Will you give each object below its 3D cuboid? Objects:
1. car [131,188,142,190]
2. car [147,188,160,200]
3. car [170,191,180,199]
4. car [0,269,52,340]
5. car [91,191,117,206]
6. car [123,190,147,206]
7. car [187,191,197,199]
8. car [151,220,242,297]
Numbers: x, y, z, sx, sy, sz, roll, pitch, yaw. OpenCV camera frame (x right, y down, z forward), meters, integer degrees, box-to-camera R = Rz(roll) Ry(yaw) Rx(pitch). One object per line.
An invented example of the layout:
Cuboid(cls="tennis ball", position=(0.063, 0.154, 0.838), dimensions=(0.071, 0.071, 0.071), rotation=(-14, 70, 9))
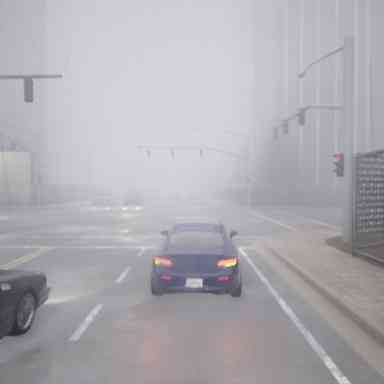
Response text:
Cuboid(cls="car", position=(-10.492, 0.333, 62.199), dimensions=(2.150, 2.045, 5.566), rotation=(0, 1, 0))
Cuboid(cls="car", position=(-7.008, 0.363, 60.095), dimensions=(2.150, 2.045, 5.566), rotation=(0, 1, 1))
Cuboid(cls="car", position=(-3.480, 0.590, 66.903), dimensions=(2.033, 1.411, 5.357), rotation=(0, 1, 0))
Cuboid(cls="car", position=(-3.443, 1.496, 3.459), dimensions=(2.033, 1.411, 5.357), rotation=(0, 1, 1))
Cuboid(cls="car", position=(-10.617, 0.775, 40.248), dimensions=(2.097, 1.767, 4.553), rotation=(0, 1, 1))
Cuboid(cls="car", position=(-7.075, 0.894, 40.699), dimensions=(1.882, 1.535, 5.008), rotation=(0, 1, 0))
Cuboid(cls="car", position=(0.020, 0.590, 66.902), dimensions=(2.033, 1.411, 5.357), rotation=(0, 1, 0))
Cuboid(cls="car", position=(0.160, 1.407, 8.177), dimensions=(1.812, 1.442, 4.674), rotation=(0, 1, 3))
